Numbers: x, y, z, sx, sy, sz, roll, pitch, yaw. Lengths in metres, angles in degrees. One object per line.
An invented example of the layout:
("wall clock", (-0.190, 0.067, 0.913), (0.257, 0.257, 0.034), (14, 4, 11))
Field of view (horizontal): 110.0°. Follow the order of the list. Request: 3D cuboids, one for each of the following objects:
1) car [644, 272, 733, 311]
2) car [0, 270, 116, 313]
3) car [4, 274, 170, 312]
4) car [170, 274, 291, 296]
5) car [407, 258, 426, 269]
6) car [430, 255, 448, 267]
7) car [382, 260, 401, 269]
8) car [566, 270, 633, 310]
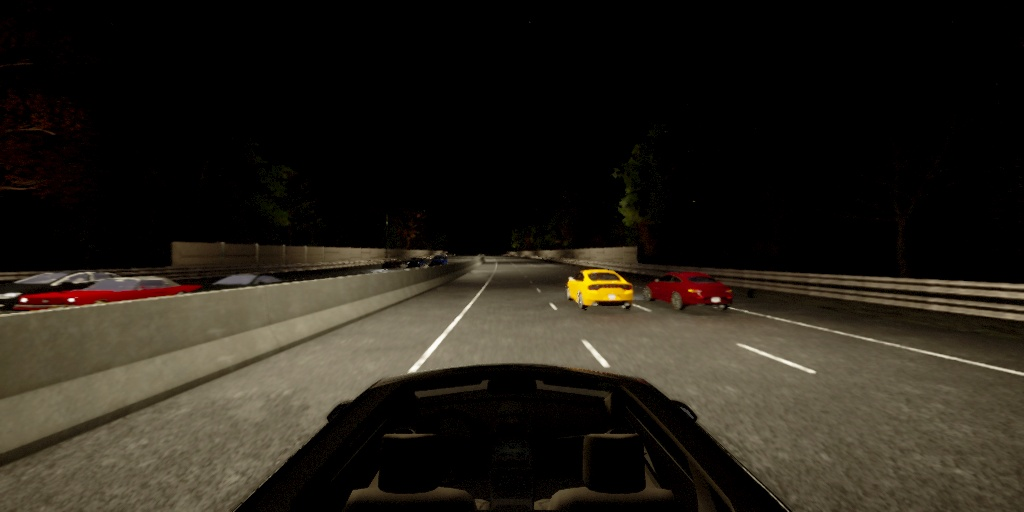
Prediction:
("car", (7.050, 1.359, 14.733), (1.812, 1.442, 4.674), (0, 0, 0))
("car", (-17.643, 1.336, 14.171), (2.128, 1.511, 4.902), (0, -1, 0))
("car", (-14.136, 1.435, 13.048), (1.895, 1.301, 4.718), (0, 0, 0))
("car", (-10.645, 1.405, 14.396), (1.994, 1.385, 4.181), (0, 0, 0))
("car", (-14.835, 1.070, 55.823), (2.097, 1.767, 4.553), (0, 1, -1))
("car", (-11.347, 0.945, 56.123), (2.150, 2.045, 5.566), (0, 1, -1))
("car", (-18.310, 1.296, 54.597), (1.994, 1.385, 4.181), (0, 1, -1))
("car", (3.546, 1.316, 15.249), (1.882, 1.535, 5.008), (0, 0, 0))
